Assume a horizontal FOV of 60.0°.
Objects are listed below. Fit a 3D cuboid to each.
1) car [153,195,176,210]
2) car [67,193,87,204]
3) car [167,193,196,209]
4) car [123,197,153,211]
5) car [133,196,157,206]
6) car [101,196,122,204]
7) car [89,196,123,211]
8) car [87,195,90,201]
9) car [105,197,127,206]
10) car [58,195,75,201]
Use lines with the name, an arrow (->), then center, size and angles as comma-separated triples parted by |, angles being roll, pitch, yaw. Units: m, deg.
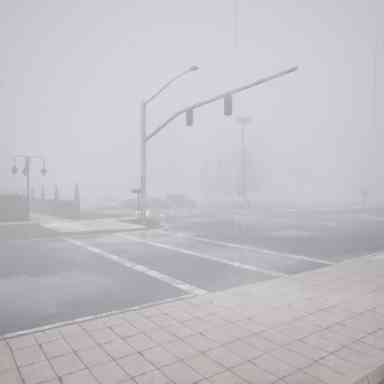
car -> -4.510, 1.504, 44.014 | 1.837, 1.490, 4.892 | 0, 0, -36
car -> -21.997, 1.218, 62.160 | 2.150, 2.045, 5.566 | 0, 0, -35
car -> -1.691, 1.221, 46.092 | 2.150, 2.045, 5.566 | 0, 0, -36
car -> -7.456, 1.547, 42.116 | 2.033, 1.411, 5.357 | 0, 0, -36
car -> -7.675, 1.504, 54.300 | 1.837, 1.490, 4.892 | 0, 0, -36
car -> -15.971, 1.547, 65.793 | 2.033, 1.411, 5.357 | 0, 0, -36
car -> -10.489, 1.526, 40.338 | 1.812, 1.442, 4.674 | 0, 0, -36
car -> -21.819, 1.282, 67.896 | 1.837, 1.490, 4.892 | 0, 0, -36
car -> -12.642, 1.600, 55.170 | 1.895, 1.301, 4.718 | 0, 0, -36
car -> -21.805, 1.601, 55.880 | 1.895, 1.301, 4.718 | 0, 0, -36
